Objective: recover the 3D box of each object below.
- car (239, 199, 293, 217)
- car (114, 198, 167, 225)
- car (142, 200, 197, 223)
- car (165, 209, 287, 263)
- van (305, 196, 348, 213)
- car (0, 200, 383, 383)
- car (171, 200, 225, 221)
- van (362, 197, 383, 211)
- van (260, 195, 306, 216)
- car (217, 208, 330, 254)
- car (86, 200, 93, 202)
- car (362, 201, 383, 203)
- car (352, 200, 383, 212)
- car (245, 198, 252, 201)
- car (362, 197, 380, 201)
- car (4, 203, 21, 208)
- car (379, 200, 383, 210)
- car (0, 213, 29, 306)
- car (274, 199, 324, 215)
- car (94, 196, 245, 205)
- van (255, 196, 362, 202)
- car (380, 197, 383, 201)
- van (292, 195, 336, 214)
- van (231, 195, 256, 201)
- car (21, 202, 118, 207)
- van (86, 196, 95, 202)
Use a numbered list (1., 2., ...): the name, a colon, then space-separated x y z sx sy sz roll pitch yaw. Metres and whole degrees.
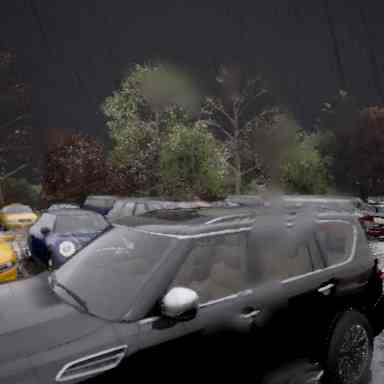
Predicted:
1. car: 7.279 1.563 33.364 1.946 1.575 5.366 0 0 -36
2. car: -4.068 1.380 25.418 2.185 1.767 4.553 0 0 -36
3. car: -1.934 1.517 26.980 2.097 1.535 5.008 0 0 -36
4. car: 1.099 1.522 13.104 2.163 1.488 4.792 0 0 -36
5. van: 16.095 1.451 40.054 1.878 1.987 4.442 1 -1 -36
6. car: -0.054 1.221 3.651 5.566 2.045 2.150 0 0 -36
7. car: 0.419 1.530 28.667 2.097 1.535 5.008 0 0 -36
8. van: 27.248 1.731 48.050 1.878 1.987 4.442 1 -1 -36
9. van: 9.490 1.353 35.032 1.878 1.987 4.442 0 0 -36
10. car: 3.371 1.545 14.699 2.002 1.452 4.674 0 0 -36
11. car: -8.586 1.483 22.210 2.231 1.521 4.892 0 0 -36
12. car: 12.414 1.583 21.142 2.163 1.488 4.792 0 0 -36
13. car: 25.164 1.943 46.410 2.002 1.452 4.674 1 -1 -36
14. car: 2.671 1.543 30.281 2.231 1.521 4.892 0 0 -36
15. car: 20.580 1.536 43.092 2.435 2.045 5.566 1 -1 -36
16. car: -10.731 1.469 20.452 1.946 1.575 5.366 0 0 -36
17. car: 31.919 2.072 51.248 2.097 1.535 5.008 1 -1 -36
18. car: -5.653 1.466 8.235 2.097 1.535 5.008 0 0 -36
19. car: 11.670 1.590 36.745 2.097 1.535 5.008 0 0 -36
20. car: -1.122 1.229 11.440 2.435 2.045 5.566 0 0 -36
21. van: 5.562 1.291 16.410 1.878 1.987 4.442 0 0 -36
22. car: 22.915 1.846 44.793 2.097 1.535 5.008 1 -1 -36
23. van: 13.872 1.391 38.174 1.878 1.987 4.442 1 -1 -36
24. van: 4.852 1.328 31.995 1.878 1.987 4.442 0 0 -36
25. car: -3.410 1.346 9.873 2.185 1.767 4.553 0 0 -36
26. van: -6.405 1.268 23.925 1.878 1.987 4.442 0 0 -36
